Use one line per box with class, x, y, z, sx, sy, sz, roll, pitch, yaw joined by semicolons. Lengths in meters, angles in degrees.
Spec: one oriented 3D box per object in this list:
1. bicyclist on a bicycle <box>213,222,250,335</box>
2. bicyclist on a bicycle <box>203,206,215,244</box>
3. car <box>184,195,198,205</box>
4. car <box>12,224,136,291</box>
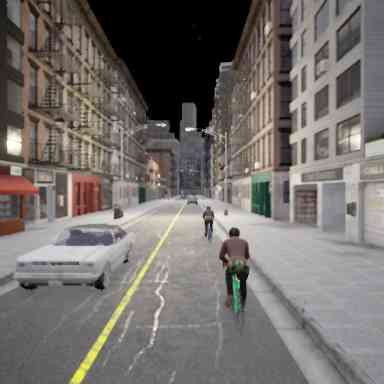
bicyclist on a bicycle;0.754;1.450;5.761;0.582;1.620;1.656;0;0;0
bicyclist on a bicycle;0.751;1.448;14.757;0.582;1.620;1.656;0;0;0
car;0.082;1.566;60.879;2.033;1.411;5.357;0;0;0
car;-2.852;1.597;9.137;1.895;1.301;4.718;0;0;0
